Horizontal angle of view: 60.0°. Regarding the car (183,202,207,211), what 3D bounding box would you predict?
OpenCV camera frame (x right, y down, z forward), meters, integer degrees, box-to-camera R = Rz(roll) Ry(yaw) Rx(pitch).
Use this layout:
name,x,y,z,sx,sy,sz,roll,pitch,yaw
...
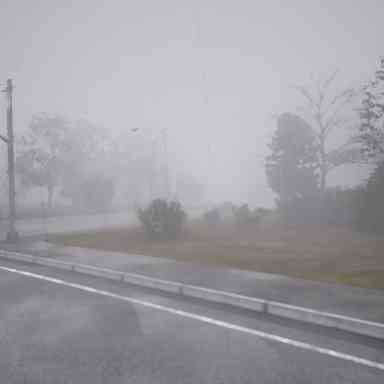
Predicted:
name,x,y,z,sx,sy,sz,roll,pitch,yaw
car,0.957,2.233,51.175,1.994,1.385,4.181,-2,-2,32

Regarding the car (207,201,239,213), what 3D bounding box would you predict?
name,x,y,z,sx,sy,sz,roll,pitch,yaw
car,4.510,1.939,43.538,2.033,1.411,5.357,-2,-2,32
